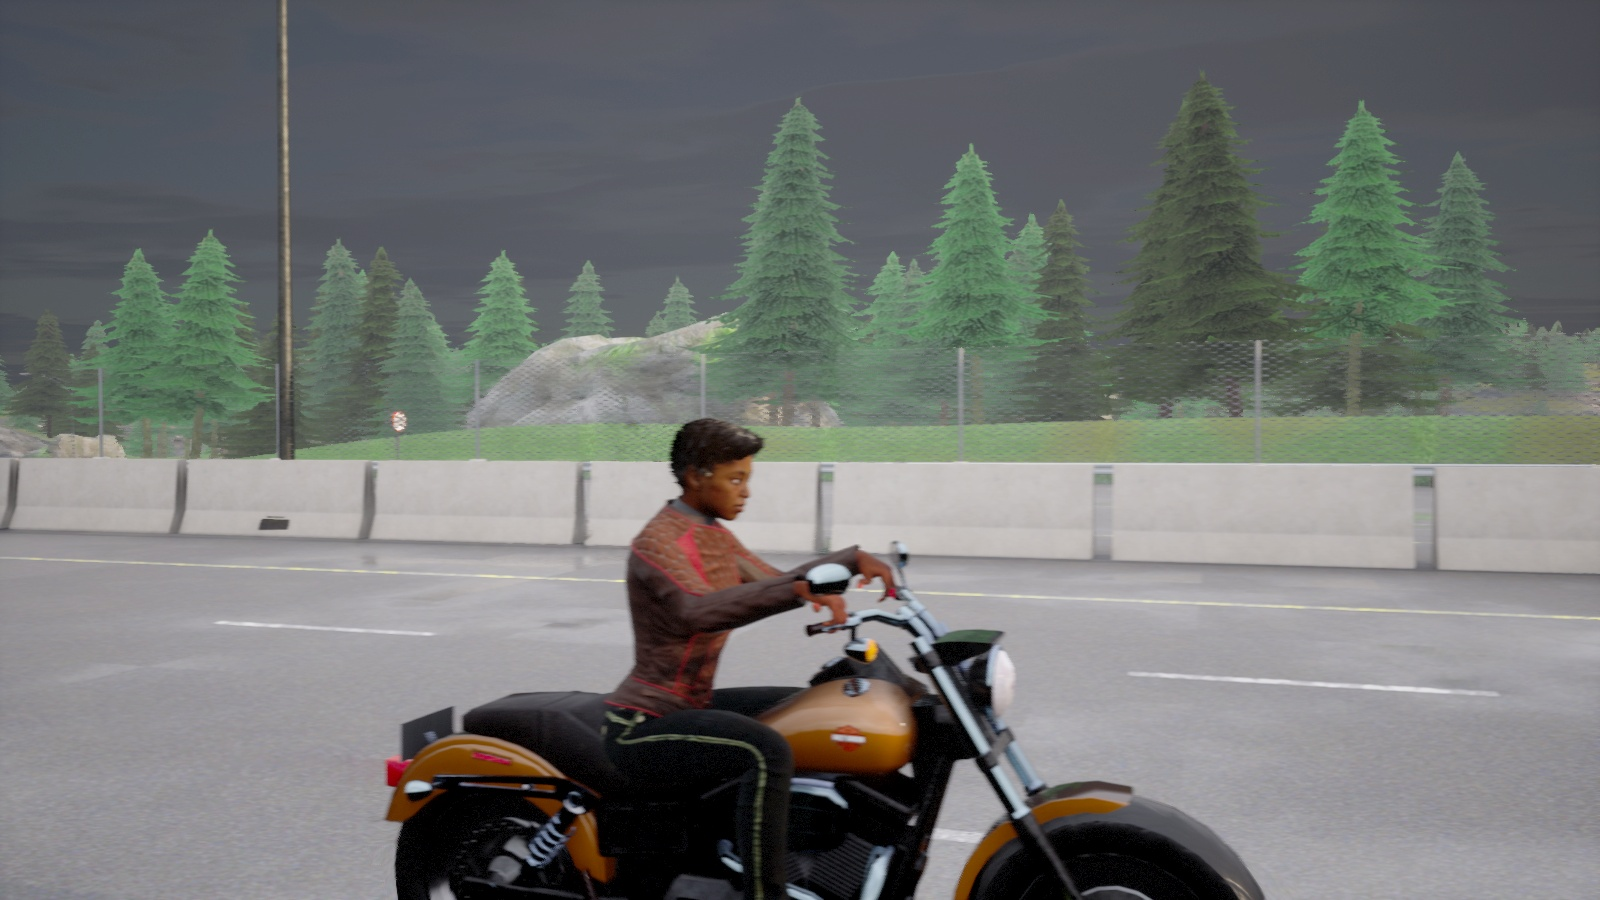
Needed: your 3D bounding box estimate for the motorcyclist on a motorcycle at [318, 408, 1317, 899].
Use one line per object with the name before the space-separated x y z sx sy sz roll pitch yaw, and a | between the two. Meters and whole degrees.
motorcyclist on a motorcycle | 0.007 0.725 3.189 2.350 1.649 0.766 1 1 19
